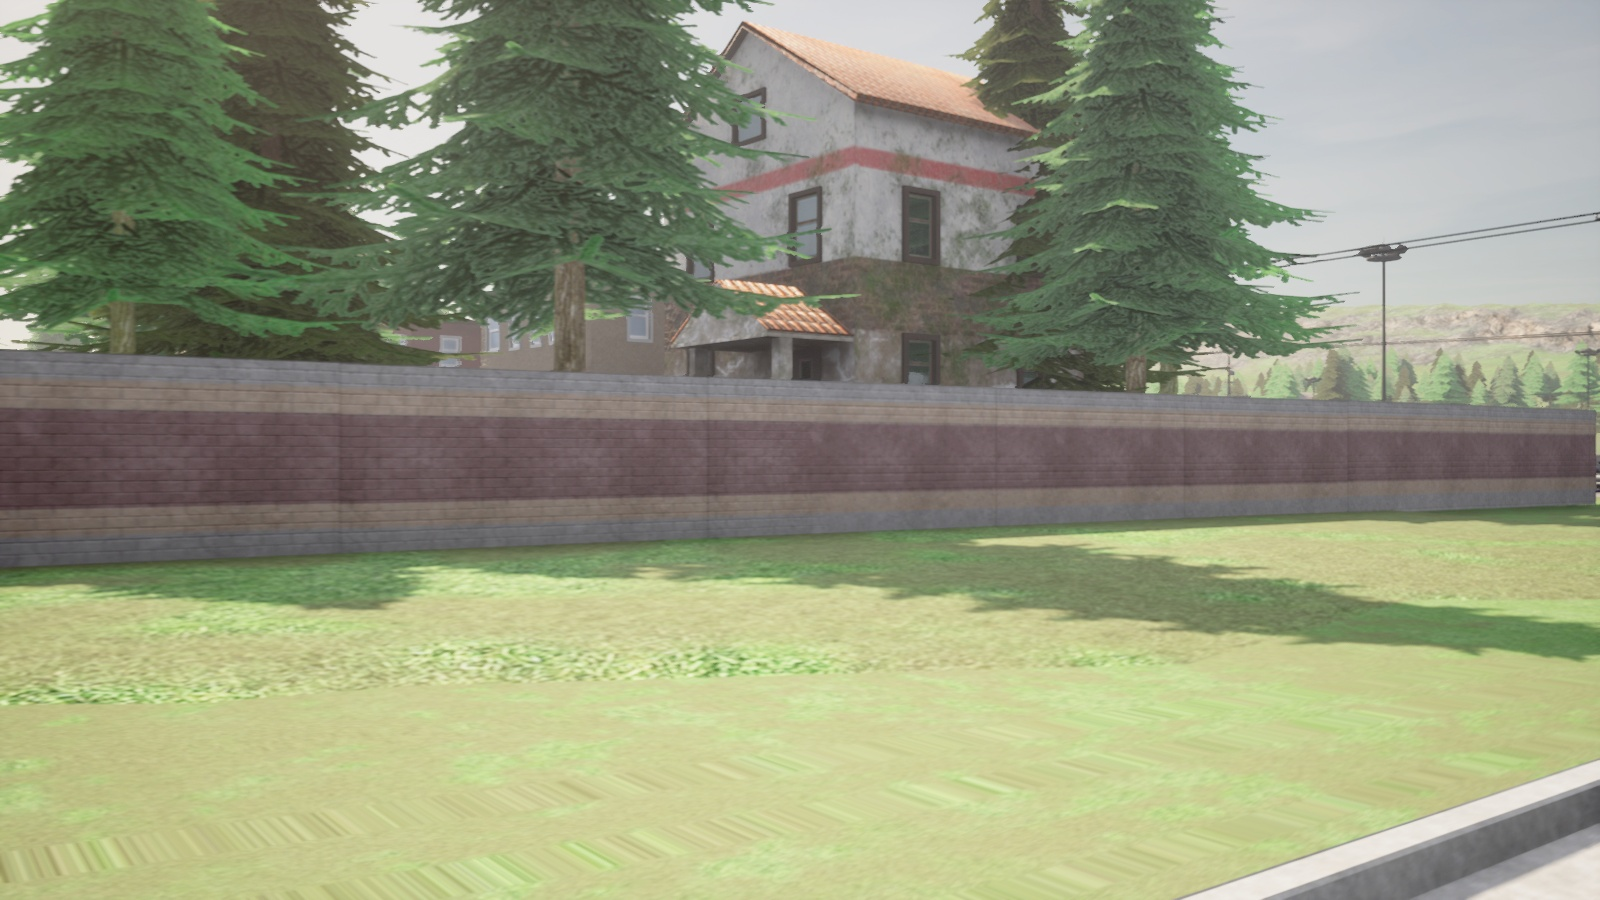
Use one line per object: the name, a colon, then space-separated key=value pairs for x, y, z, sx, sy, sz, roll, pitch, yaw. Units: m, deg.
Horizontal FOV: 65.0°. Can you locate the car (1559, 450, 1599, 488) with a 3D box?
car: x=32.549 y=0.725 z=48.789 sx=2.163 sy=1.488 sz=4.792 roll=0 pitch=0 yaw=-36

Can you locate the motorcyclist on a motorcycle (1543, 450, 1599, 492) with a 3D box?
motorcyclist on a motorcycle: x=29.326 y=0.768 z=47.261 sx=0.866 sy=1.530 sz=2.191 roll=0 pitch=0 yaw=-36
